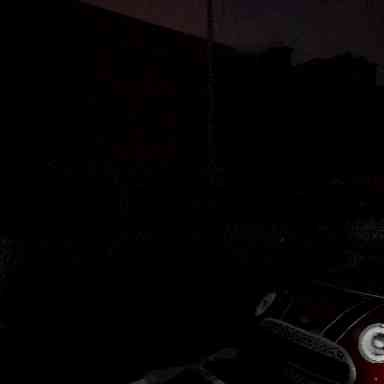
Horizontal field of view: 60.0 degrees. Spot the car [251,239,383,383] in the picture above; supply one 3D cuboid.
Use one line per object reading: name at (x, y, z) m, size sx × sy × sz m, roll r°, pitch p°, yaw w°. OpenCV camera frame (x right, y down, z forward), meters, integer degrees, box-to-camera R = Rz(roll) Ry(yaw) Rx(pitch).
car at (2.740, 1.457, 4.670) m, size 4.097 × 1.590 × 1.967 m, roll 0°, pitch -1°, yaw -34°
